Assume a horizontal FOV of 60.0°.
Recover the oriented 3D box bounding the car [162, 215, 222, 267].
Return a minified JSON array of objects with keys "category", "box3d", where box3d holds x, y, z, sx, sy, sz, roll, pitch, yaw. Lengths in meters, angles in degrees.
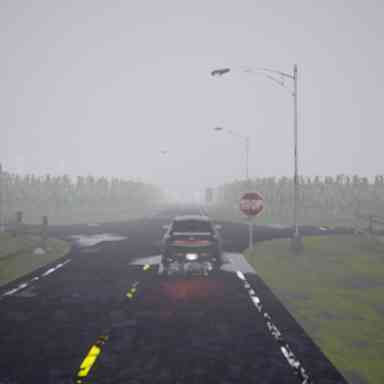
[{"category":"car","box3d":[0.008,1.588,11.771,1.837,1.490,4.892,0,0,0]}]
